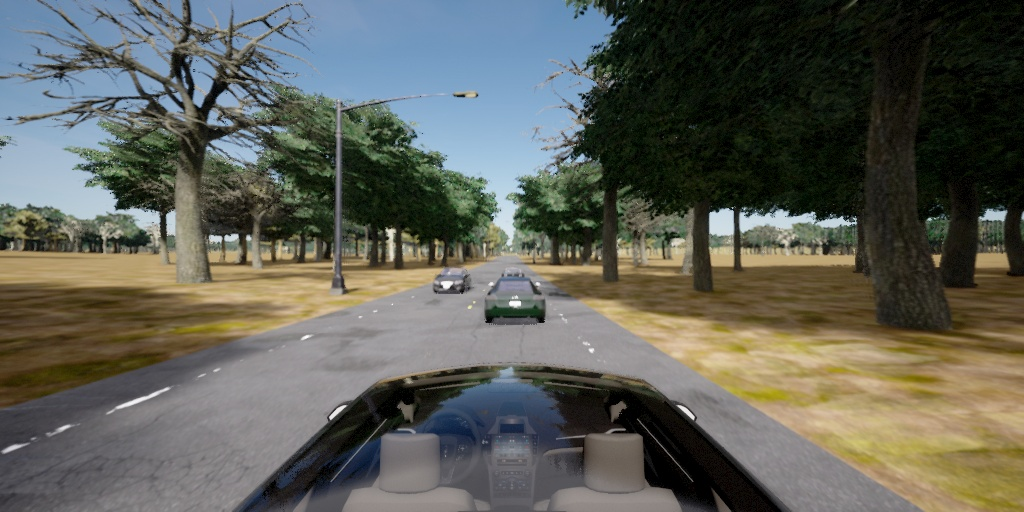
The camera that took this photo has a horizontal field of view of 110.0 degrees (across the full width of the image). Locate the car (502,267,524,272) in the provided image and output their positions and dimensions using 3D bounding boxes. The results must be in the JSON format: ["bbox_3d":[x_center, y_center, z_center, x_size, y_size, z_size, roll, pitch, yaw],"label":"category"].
[{"bbox_3d":[0.088,1.613,30.760,1.895,1.301,4.718,0,0,0],"label":"car"}]

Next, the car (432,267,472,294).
[{"bbox_3d":[-3.606,1.446,22.216,2.128,1.511,4.902,0,0,0],"label":"car"}]

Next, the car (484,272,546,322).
[{"bbox_3d":[0.096,1.429,12.853,1.994,1.385,4.181,0,-1,0],"label":"car"}]
